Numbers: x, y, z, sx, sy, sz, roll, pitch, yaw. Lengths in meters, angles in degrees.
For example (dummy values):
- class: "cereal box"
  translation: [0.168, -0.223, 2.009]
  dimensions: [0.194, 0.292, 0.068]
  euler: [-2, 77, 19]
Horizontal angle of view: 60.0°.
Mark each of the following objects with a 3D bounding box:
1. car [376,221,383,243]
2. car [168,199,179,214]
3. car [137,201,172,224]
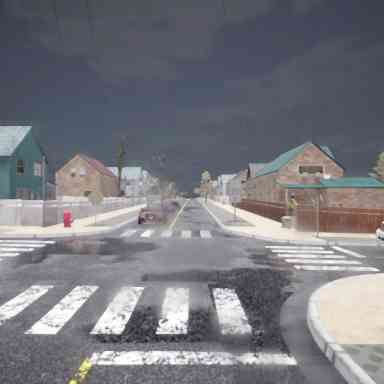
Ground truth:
- class: "car"
  translation: [10.743, 1.518, 13.775]
  dimensions: [5.566, 2.045, 2.150]
  euler: [1, -1, -1]
- class: "car"
  translation: [-2.808, 1.607, 35.446]
  dimensions: [1.994, 1.385, 4.181]
  euler: [0, 0, 1]
- class: "car"
  translation: [-2.819, 1.586, 24.739]
  dimensions: [1.994, 1.385, 4.181]
  euler: [0, 0, 0]
